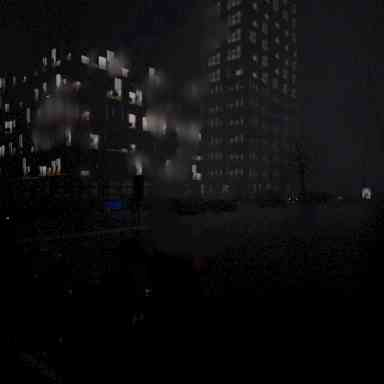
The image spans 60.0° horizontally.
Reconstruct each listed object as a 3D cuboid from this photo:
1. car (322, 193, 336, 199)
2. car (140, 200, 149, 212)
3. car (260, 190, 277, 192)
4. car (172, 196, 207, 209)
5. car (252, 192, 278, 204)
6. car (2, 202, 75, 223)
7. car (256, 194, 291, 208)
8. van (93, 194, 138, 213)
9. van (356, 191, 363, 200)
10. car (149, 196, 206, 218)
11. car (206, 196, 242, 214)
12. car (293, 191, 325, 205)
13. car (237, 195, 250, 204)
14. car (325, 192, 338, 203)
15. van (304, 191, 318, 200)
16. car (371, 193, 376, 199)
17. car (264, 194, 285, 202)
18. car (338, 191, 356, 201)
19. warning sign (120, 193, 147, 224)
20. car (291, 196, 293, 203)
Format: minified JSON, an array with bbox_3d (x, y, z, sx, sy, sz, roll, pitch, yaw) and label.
[{"bbox_3d":[33.025,0.829,80.236,1.947,1.339,4.313,1,1,40],"label":"car"},{"bbox_3d":[-3.541,1.313,33.415,1.994,1.385,4.181,0,1,41],"label":"car"},{"bbox_3d":[11.278,0.779,50.626,2.150,2.045,5.566,0,0,41],"label":"car"},{"bbox_3d":[-0.221,1.219,41.300,1.887,1.381,4.507,1,1,40],"label":"car"},{"bbox_3d":[10.360,1.111,44.853,2.128,1.511,4.902,0,1,41],"label":"car"},{"bbox_3d":[-11.201,1.447,24.444,1.895,1.301,4.718,0,1,38],"label":"car"},{"bbox_3d":[9.840,1.244,40.165,1.802,1.307,4.206,1,1,40],"label":"car"},{"bbox_3d":[-7.692,1.107,32.716,1.690,1.788,3.998,1,1,40],"label":"van"},{"bbox_3d":[35.694,0.683,70.449,1.690,1.788,3.998,1,1,40],"label":"van"},{"bbox_3d":[-1.146,1.241,27.104,1.967,1.590,4.097,1,1,40],"label":"car"},{"bbox_3d":[2.504,1.320,31.469,1.947,1.339,4.313,1,1,40],"label":"car"},{"bbox_3d":[17.228,0.885,48.815,2.192,1.841,5.009,1,1,40],"label":"car"},{"bbox_3d":[7.171,1.148,49.947,1.947,1.339,4.313,1,1,40],"label":"car"},{"bbox_3d":[20.921,0.840,53.141,2.192,1.841,5.009,1,1,40],"label":"car"},{"bbox_3d":[25.639,0.695,71.578,1.690,1.788,3.998,1,1,40],"label":"van"},{"bbox_3d":[39.386,0.848,74.779,2.008,1.369,4.403,1,1,40],"label":"car"},{"bbox_3d":[14.558,1.057,58.601,1.947,1.339,4.313,1,1,40],"label":"car"},{"bbox_3d":[28.417,0.957,61.927,1.752,1.417,4.829,1,1,40],"label":"car"},{"bbox_3d":[-3.643,0.977,20.726,1.300,1.860,1.060,0,0,40],"label":"warning sign"},{"bbox_3d":[17.043,1.137,52.757,1.895,1.301,4.718,0,1,40],"label":"car"}]
